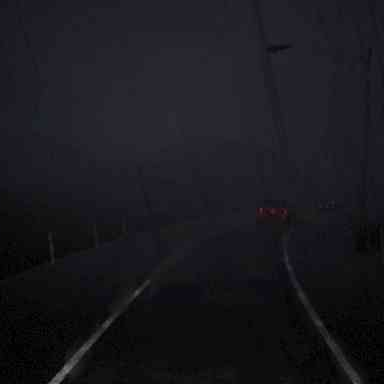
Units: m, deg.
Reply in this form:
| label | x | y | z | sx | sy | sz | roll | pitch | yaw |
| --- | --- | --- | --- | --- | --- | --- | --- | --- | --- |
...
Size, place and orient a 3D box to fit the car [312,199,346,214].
| label | x | y | z | sx | sy | sz | roll | pitch | yaw |
| --- | --- | --- | --- | --- | --- | --- | --- | --- | --- |
| car | 14.718 | 1.435 | 35.506 | 2.033 | 1.411 | 5.357 | 5 | 4 | 43 |

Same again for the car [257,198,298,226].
| label | x | y | z | sx | sy | sz | roll | pitch | yaw |
| --- | --- | --- | --- | --- | --- | --- | --- | --- | --- |
| car | 6.058 | 1.251 | 23.167 | 2.097 | 1.767 | 4.553 | 3 | 1 | 25 |
